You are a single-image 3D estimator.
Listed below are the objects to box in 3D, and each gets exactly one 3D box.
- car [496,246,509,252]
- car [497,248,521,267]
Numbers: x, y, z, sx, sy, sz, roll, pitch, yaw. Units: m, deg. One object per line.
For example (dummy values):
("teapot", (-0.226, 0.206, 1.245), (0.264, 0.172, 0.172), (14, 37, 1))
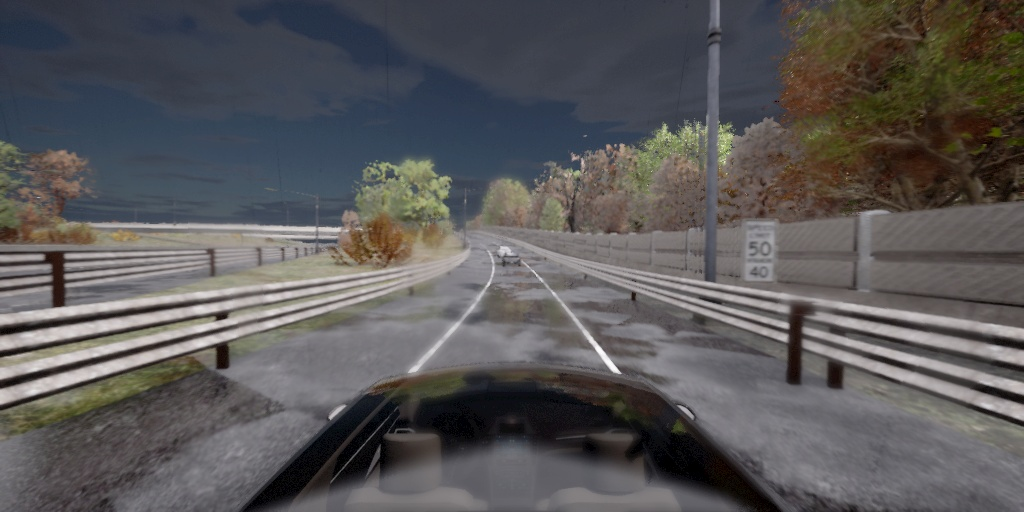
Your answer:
("car", (-1.068, -0.608, 49.661), (1.812, 1.442, 4.674), (1, 5, -5))
("car", (-0.142, 0.271, 37.165), (2.128, 1.511, 4.902), (1, 3, -4))
